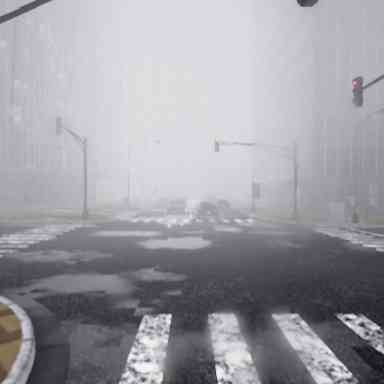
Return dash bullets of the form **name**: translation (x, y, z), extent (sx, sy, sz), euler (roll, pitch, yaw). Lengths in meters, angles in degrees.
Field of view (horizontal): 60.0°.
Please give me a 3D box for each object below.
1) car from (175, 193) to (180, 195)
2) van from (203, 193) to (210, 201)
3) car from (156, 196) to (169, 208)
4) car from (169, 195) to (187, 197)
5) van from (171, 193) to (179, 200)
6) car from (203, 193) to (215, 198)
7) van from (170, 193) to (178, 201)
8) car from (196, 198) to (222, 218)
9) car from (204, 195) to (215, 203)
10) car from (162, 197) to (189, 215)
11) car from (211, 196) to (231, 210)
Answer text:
- **car**: translation (-1.714, 1.407, 66.089), extent (2.128, 1.511, 4.902), euler (0, 0, 0)
- **van**: translation (3.520, 1.221, 80.785), extent (1.690, 1.788, 3.998), euler (0, 0, 0)
- **car**: translation (-4.141, 1.533, 47.568), extent (1.802, 1.307, 4.206), euler (0, 0, 0)
- **car**: translation (-1.657, 1.501, 45.883), extent (2.033, 1.411, 5.357), euler (0, 0, 0)
- **van**: translation (-4.397, 1.208, 86.261), extent (1.690, 1.788, 3.998), euler (0, 0, 0)
- **car**: translation (3.630, 1.233, 64.202), extent (2.192, 1.841, 5.009), euler (0, 0, 0)
- **van**: translation (-4.360, 1.221, 80.733), extent (1.690, 1.788, 3.998), euler (0, 0, 0)
- **car**: translation (1.343, 1.508, 29.389), extent (1.812, 1.442, 4.674), euler (0, 0, 0)
- **car**: translation (3.593, 1.345, 69.731), extent (1.967, 1.590, 4.097), euler (0, 0, 0)
- **car**: translation (-1.583, 1.522, 33.903), extent (2.033, 1.411, 5.357), euler (0, 0, 0)
- **car**: translation (3.825, 1.527, 42.094), extent (1.947, 1.339, 4.313), euler (0, 0, 0)
